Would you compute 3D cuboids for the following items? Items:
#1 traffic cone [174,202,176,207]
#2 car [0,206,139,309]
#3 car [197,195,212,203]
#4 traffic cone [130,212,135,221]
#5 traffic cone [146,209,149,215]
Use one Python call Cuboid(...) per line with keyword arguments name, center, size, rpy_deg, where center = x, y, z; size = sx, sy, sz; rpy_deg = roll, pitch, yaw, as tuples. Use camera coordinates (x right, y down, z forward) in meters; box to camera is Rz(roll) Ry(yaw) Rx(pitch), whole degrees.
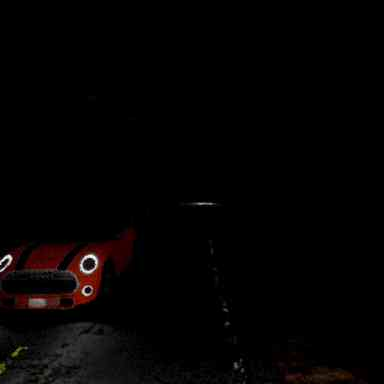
Cuboid(name="traffic cone", center=(-2.234, 1.642, 44.484), size=(0.340, 0.580, 0.340), rpy_deg=(0, 0, 8))
Cuboid(name="car", center=(-2.640, 1.304, 7.990), size=(2.097, 1.767, 4.553), rpy_deg=(0, 0, 1))
Cuboid(name="car", center=(2.161, 1.147, 56.245), size=(1.994, 1.385, 4.181), rpy_deg=(0, 0, 11))
Cuboid(name="traffic cone", center=(-4.369, 1.796, 24.414), size=(0.340, 0.580, 0.340), rpy_deg=(0, 0, 4))
Cuboid(name="traffic cone", center=(-3.966, 1.758, 29.445), size=(0.340, 0.580, 0.340), rpy_deg=(0, 0, 5))
